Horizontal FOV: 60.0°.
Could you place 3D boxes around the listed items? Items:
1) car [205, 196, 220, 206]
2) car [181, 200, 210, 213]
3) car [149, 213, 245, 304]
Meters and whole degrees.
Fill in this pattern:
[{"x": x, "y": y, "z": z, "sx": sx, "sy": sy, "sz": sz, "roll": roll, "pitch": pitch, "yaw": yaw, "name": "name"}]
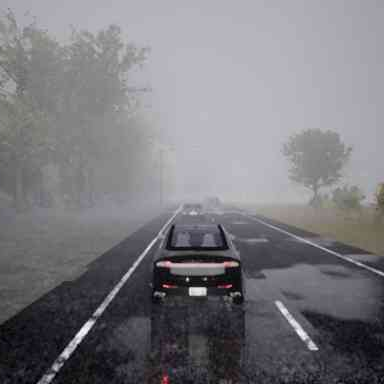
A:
[{"x": 3.603, "y": 1.552, "z": 55.036, "sx": 1.882, "sy": 1.535, "sz": 5.008, "roll": 0, "pitch": 0, "yaw": 0, "name": "car"}, {"x": 0.101, "y": 1.582, "z": 26.467, "sx": 2.033, "sy": 1.411, "sz": 5.357, "roll": 0, "pitch": 0, "yaw": 0, "name": "car"}, {"x": 0.099, "y": 1.502, "z": 8.152, "sx": 2.128, "sy": 1.511, "sz": 4.902, "roll": 0, "pitch": 0, "yaw": 0, "name": "car"}]
